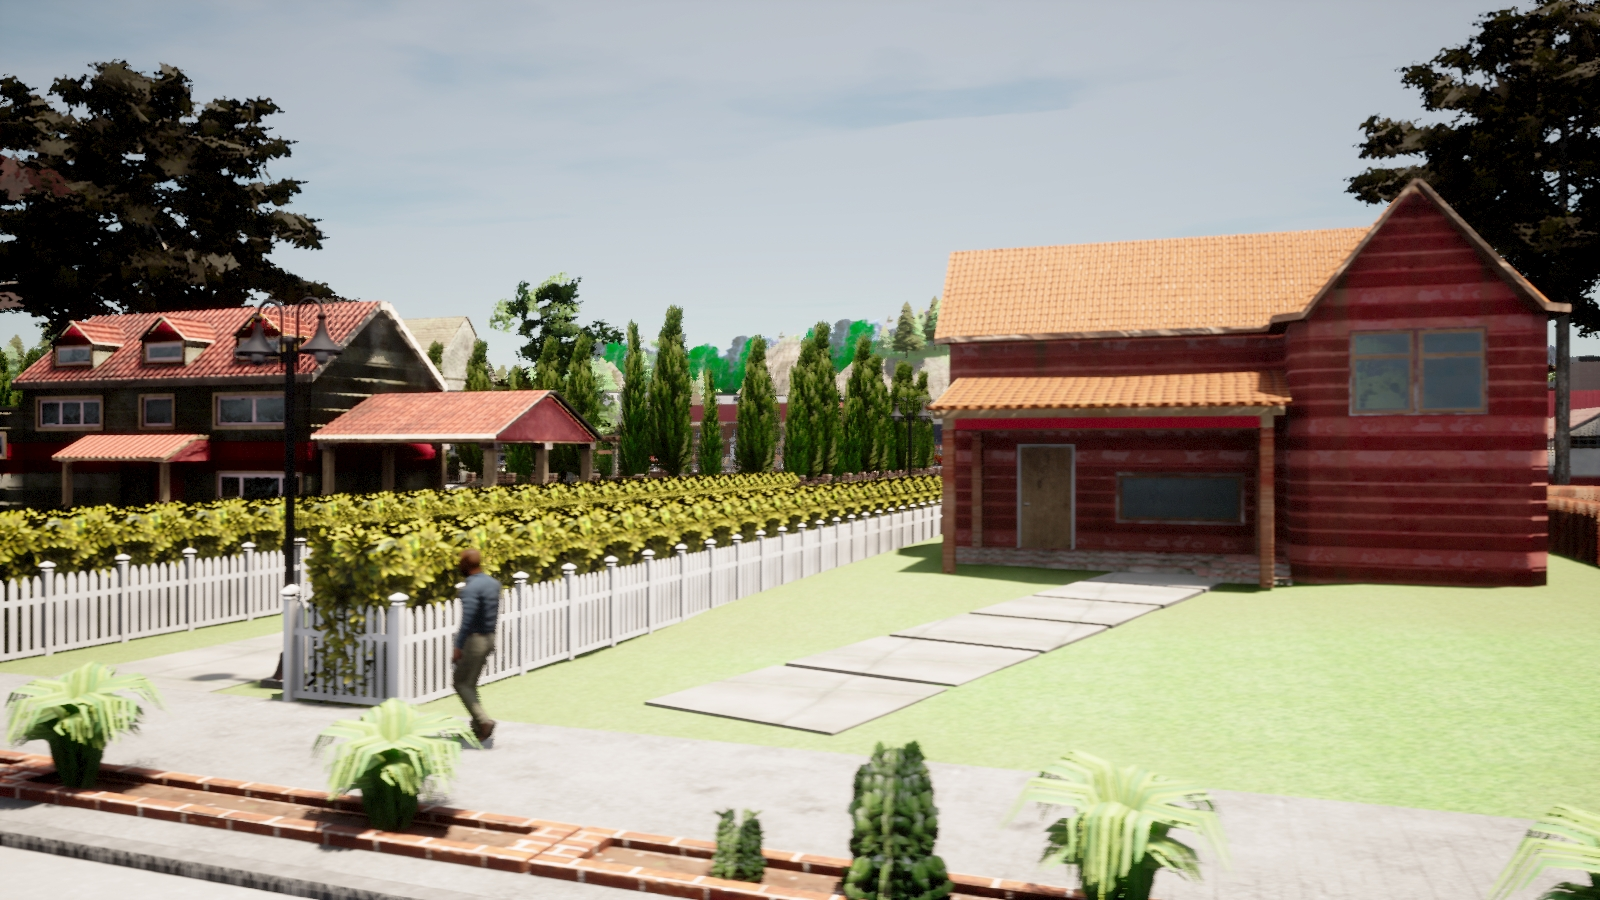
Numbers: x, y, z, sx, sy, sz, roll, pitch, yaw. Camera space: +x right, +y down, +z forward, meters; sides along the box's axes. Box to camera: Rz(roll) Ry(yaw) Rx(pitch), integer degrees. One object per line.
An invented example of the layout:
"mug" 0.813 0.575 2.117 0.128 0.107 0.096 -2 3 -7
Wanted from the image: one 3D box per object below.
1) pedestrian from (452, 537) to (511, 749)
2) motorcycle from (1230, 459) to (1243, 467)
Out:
"pedestrian" -2.907 1.743 10.445 0.375 1.860 0.375 0 0 18
"motorcycle" 72.658 2.186 190.179 2.033 1.199 0.803 0 0 20
